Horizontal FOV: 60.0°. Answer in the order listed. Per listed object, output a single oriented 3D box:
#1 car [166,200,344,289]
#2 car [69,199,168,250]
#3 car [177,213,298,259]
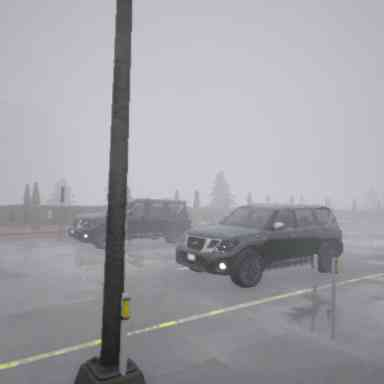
[{"bbox_3d":[2.243,1.364,9.882,5.566,2.045,2.150,3,-1,-35],"label":"car"},{"bbox_3d":[-2.565,1.334,15.053,5.566,2.045,2.150,2,-1,-35],"label":"car"},{"bbox_3d":[2.015,1.714,14.016,4.902,1.511,2.128,3,-2,-35],"label":"car"}]
